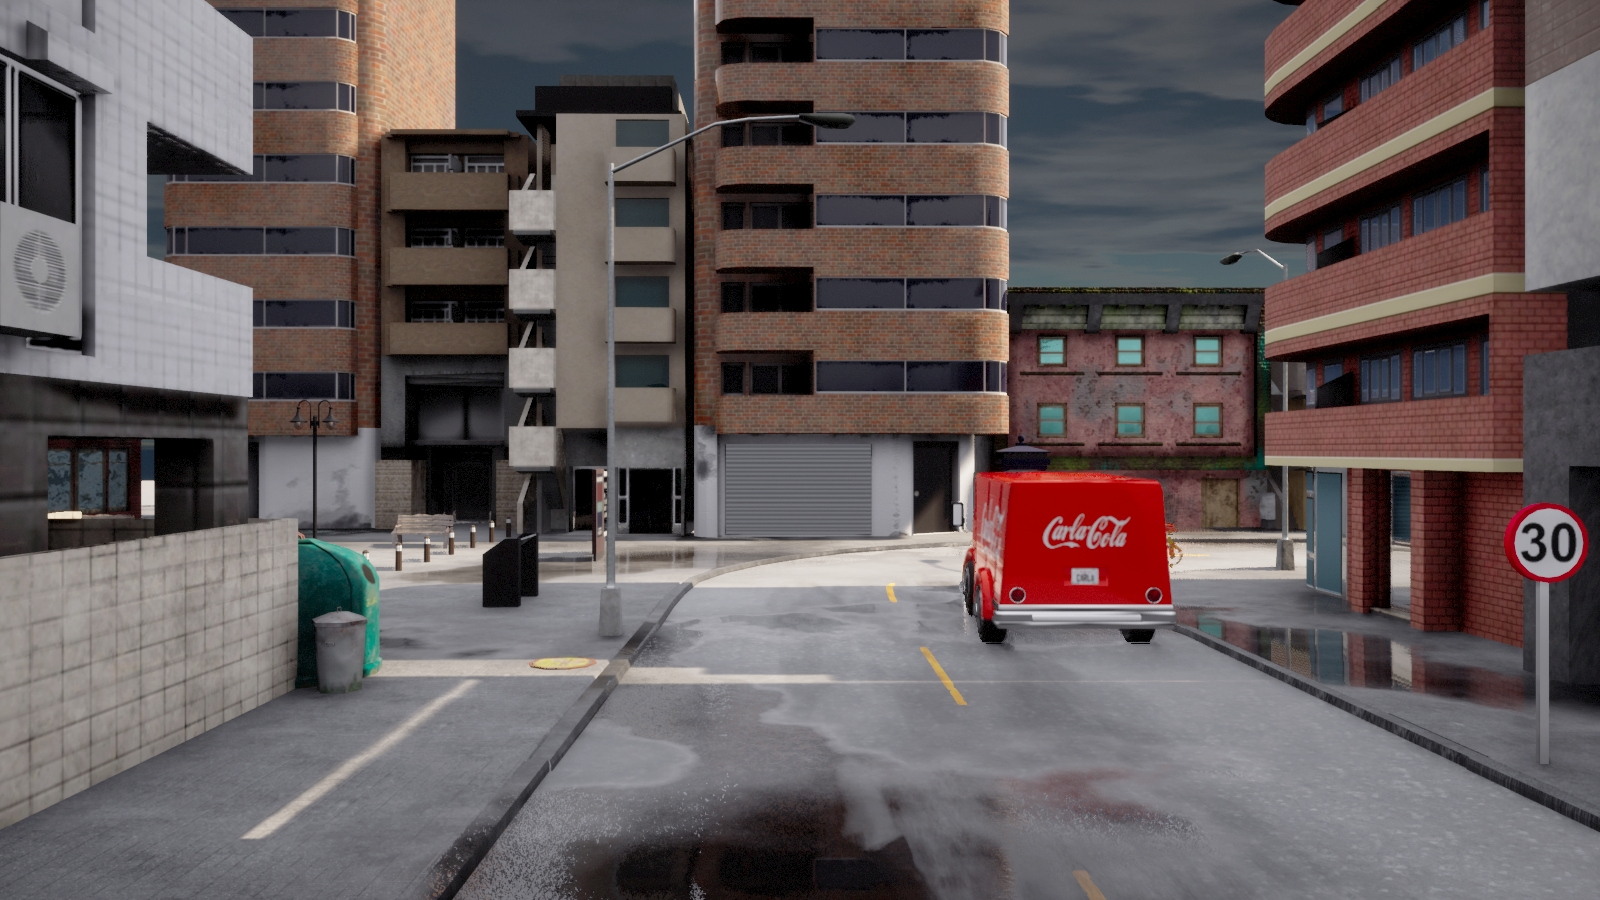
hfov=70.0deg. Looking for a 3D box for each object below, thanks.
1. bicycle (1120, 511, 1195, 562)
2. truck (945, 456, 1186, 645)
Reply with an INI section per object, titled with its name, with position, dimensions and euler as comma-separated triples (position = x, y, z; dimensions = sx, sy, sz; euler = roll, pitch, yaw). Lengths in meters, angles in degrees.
[bicycle]
position = 8.525, 2.048, 27.257
dimensions = 1.487, 1.080, 0.859
euler = 0, 2, -27
[truck]
position = 3.883, 1.360, 17.899
dimensions = 2.627, 2.467, 5.204
euler = 0, 0, 1
